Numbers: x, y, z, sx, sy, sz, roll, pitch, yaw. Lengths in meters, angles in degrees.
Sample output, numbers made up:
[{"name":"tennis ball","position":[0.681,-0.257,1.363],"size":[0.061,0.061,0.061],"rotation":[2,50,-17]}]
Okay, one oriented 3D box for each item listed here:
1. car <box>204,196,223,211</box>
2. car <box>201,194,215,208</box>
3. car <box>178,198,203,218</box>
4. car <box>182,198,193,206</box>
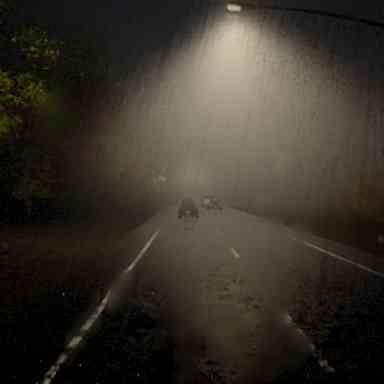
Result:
[{"name":"car","position":[2.878,1.668,43.390],"size":[1.812,1.442,4.674],"rotation":[0,0,-1]},{"name":"car","position":[2.719,1.395,53.440],"size":[2.150,2.045,5.566],"rotation":[0,0,-1]},{"name":"car","position":[-0.344,1.609,31.956],"size":[2.128,1.511,4.902],"rotation":[0,0,-1]},{"name":"car","position":[-0.778,1.770,59.693],"size":[1.994,1.385,4.181],"rotation":[0,0,-1]}]
